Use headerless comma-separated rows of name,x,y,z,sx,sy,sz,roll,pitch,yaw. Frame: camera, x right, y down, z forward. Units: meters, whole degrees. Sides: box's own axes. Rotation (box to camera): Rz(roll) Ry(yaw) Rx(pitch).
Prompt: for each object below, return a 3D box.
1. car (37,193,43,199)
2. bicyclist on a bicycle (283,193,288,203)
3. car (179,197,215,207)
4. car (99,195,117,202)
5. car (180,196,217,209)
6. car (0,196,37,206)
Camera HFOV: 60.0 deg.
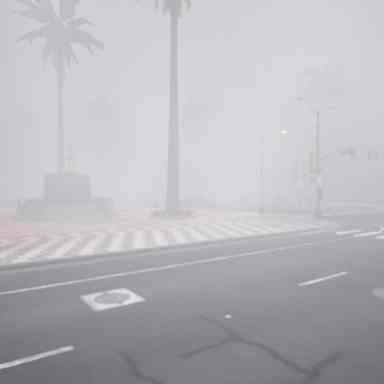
car,-25.985,1.129,58.596,5.566,2.045,2.150,0,0,-10
bicyclist on a bicycle,15.334,0.985,54.512,0.582,1.620,1.656,0,1,42
car,0.674,1.400,47.222,4.718,1.301,1.895,0,0,31
car,-15.776,1.337,59.160,4.902,1.511,2.128,0,0,2
car,0.945,1.321,42.790,4.892,1.490,1.837,0,0,35
car,-28.589,1.445,54.373,4.892,1.490,1.837,0,0,-14
